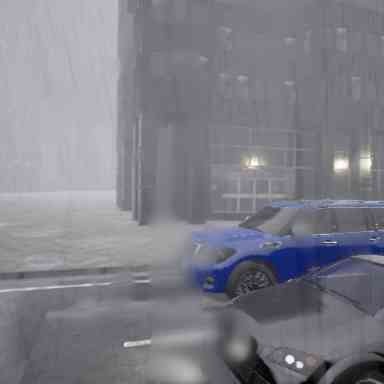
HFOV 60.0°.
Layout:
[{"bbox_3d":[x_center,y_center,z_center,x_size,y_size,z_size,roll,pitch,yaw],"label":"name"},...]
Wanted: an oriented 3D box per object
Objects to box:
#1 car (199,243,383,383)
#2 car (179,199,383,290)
[{"bbox_3d":[2.425,1.558,4.188,4.181,1.385,1.994,1,0,-16],"label":"car"},{"bbox_3d":[2.518,1.197,7.597,5.566,2.045,2.150,1,0,-16],"label":"car"}]
